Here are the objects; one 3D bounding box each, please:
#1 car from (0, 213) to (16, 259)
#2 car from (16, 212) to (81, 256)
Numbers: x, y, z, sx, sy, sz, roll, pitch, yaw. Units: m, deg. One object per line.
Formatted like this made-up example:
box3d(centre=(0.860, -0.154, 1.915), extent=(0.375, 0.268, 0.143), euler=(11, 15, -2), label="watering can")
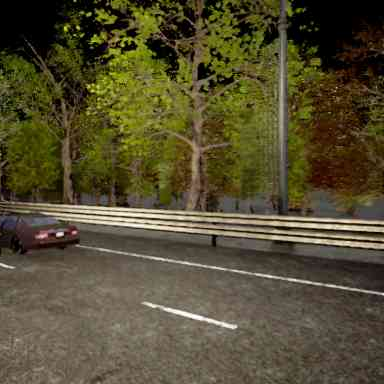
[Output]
box3d(centre=(-7.538, 1.190, 9.373), extent=(5.566, 2.045, 2.150), euler=(0, 0, 36), label="car")
box3d(centre=(-6.642, 1.507, 13.033), extent=(5.357, 1.411, 2.033), euler=(0, 0, 35), label="car")
